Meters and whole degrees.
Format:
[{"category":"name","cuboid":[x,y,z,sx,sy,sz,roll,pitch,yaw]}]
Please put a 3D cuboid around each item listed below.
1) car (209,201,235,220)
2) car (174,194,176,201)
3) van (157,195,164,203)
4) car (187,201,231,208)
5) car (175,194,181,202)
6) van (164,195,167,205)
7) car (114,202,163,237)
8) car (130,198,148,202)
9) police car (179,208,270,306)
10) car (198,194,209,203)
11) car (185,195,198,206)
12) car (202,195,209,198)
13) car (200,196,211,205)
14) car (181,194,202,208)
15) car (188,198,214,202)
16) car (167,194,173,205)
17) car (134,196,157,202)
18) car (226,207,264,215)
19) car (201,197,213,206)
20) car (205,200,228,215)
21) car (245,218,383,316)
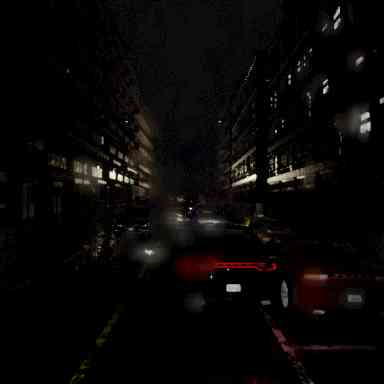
[{"category":"car","cuboid":[2.544,1.587,29.605,1.887,1.381,4.507,1,0,0]},{"category":"car","cuboid":[-5.405,1.774,79.432,1.947,1.339,4.313,1,0,0]},{"category":"van","cuboid":[-5.354,1.423,46.248,1.690,1.788,3.998,2,0,0]},{"category":"car","cuboid":[0.800,1.498,18.150,1.882,1.535,5.008,0,0,0]},{"category":"car","cuboid":[-2.862,1.571,81.965,2.097,1.767,4.553,0,0,0]},{"category":"van","cuboid":[-5.362,1.441,51.780,1.690,1.788,3.998,1,0,0]},{"category":"car","cuboid":[-2.874,1.524,18.038,1.837,1.490,4.892,0,0,0]},{"category":"car","cuboid":[-5.336,1.567,29.487,1.752,1.417,4.829,2,0,0]},{"category":"police car","cuboid":[0.698,1.432,8.255,1.930,1.638,5.238,0,0,0]},{"category":"car","cuboid":[2.454,1.498,73.852,2.192,1.841,5.009,1,0,0]},{"category":"car","cuboid":[-0.080,1.476,58.843,2.097,1.767,4.553,0,0,0]},{"category":"car","cuboid":[2.514,1.644,51.728,1.887,1.381,4.507,1,0,0]},{"category":"car","cuboid":[2.508,1.579,62.790,1.967,1.590,4.097,1,0,0]},{"category":"car","cuboid":[-0.053,1.299,44.950,2.150,2.045,5.566,0,0,0]},{"category":"car","cuboid":[0.792,1.486,24.344,1.801,1.575,5.366,0,0,0]},{"category":"car","cuboid":[-5.376,1.454,62.841,2.192,1.841,5.009,1,0,0]},{"category":"car","cuboid":[-5.338,1.369,35.189,2.192,1.841,5.009,2,0,0]},{"category":"car","cuboid":[2.567,1.538,13.184,1.752,1.417,4.829,1,0,0]},{"category":"car","cuboid":[2.506,1.663,57.258,1.887,1.381,4.507,1,0,0]},{"category":"car","cuboid":[2.536,1.604,35.136,2.008,1.369,4.403,1,0,0]},{"category":"car","cuboid":[2.574,1.551,7.482,1.887,1.381,4.507,1,0,0]}]
